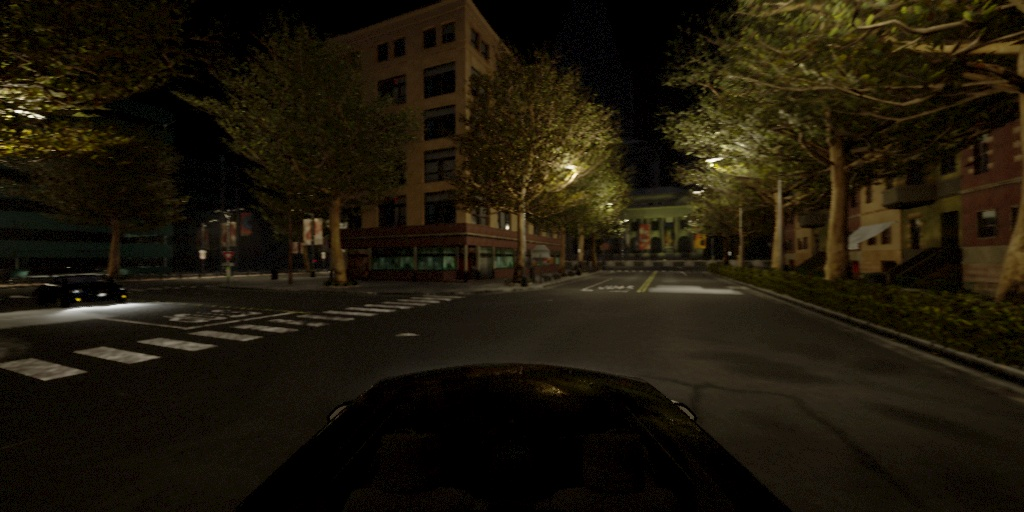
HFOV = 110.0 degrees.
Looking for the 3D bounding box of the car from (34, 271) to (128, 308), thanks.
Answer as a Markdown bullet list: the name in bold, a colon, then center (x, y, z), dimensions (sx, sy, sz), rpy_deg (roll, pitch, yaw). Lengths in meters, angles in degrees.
- **car**: center (-20.339, 1.591, 16.943), dimensions (4.181, 1.385, 1.994), rpy_deg (-1, -1, 23)
